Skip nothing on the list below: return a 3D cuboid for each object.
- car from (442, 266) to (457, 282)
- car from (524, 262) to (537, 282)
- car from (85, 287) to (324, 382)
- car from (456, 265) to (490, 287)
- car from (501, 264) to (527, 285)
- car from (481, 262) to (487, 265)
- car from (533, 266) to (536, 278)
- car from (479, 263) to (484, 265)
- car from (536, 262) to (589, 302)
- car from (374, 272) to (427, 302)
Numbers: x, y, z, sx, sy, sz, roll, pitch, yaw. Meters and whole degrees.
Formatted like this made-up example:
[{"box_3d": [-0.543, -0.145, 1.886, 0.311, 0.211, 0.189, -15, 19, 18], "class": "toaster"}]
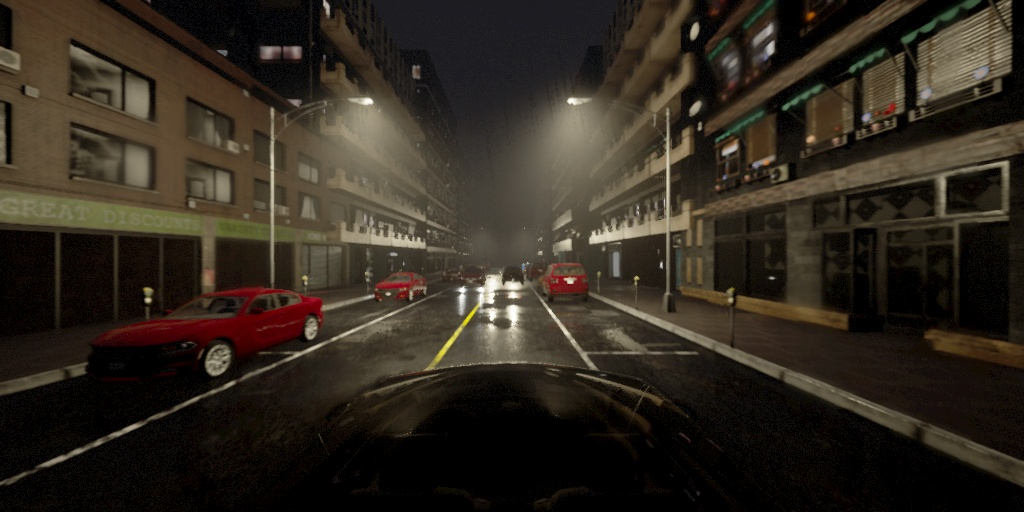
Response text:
[{"box_3d": [-5.700, 1.689, 35.826, 1.967, 1.591, 4.097, 0, 0, 0], "class": "car"}, {"box_3d": [2.681, 1.563, 35.825, 2.192, 1.841, 5.009, 0, 0, 0], "class": "car"}, {"box_3d": [-5.694, 1.376, 7.406, 1.888, 1.381, 4.507, 0, 0, 0], "class": "car"}, {"box_3d": [-3.107, 1.677, 29.281, 1.812, 1.442, 4.674, 0, -1, 0], "class": "car"}, {"box_3d": [0.089, 1.686, 31.221, 1.837, 1.490, 4.892, 0, -1, 0], "class": "car"}, {"box_3d": [-5.705, 2.157, 58.562, 1.948, 1.339, 4.313, 0, 0, 0], "class": "car"}, {"box_3d": [2.684, 1.606, 24.626, 1.751, 1.417, 4.829, 0, 0, 0], "class": "car"}, {"box_3d": [-5.703, 2.070, 52.879, 1.948, 1.339, 4.313, 0, 0, 0], "class": "car"}, {"box_3d": [2.685, 1.311, 18.773, 2.192, 1.841, 5.009, 0, 0, 0], "class": "car"}, {"box_3d": [-5.696, 1.542, 18.774, 1.888, 1.381, 4.507, 0, 0, 0], "class": "car"}]
